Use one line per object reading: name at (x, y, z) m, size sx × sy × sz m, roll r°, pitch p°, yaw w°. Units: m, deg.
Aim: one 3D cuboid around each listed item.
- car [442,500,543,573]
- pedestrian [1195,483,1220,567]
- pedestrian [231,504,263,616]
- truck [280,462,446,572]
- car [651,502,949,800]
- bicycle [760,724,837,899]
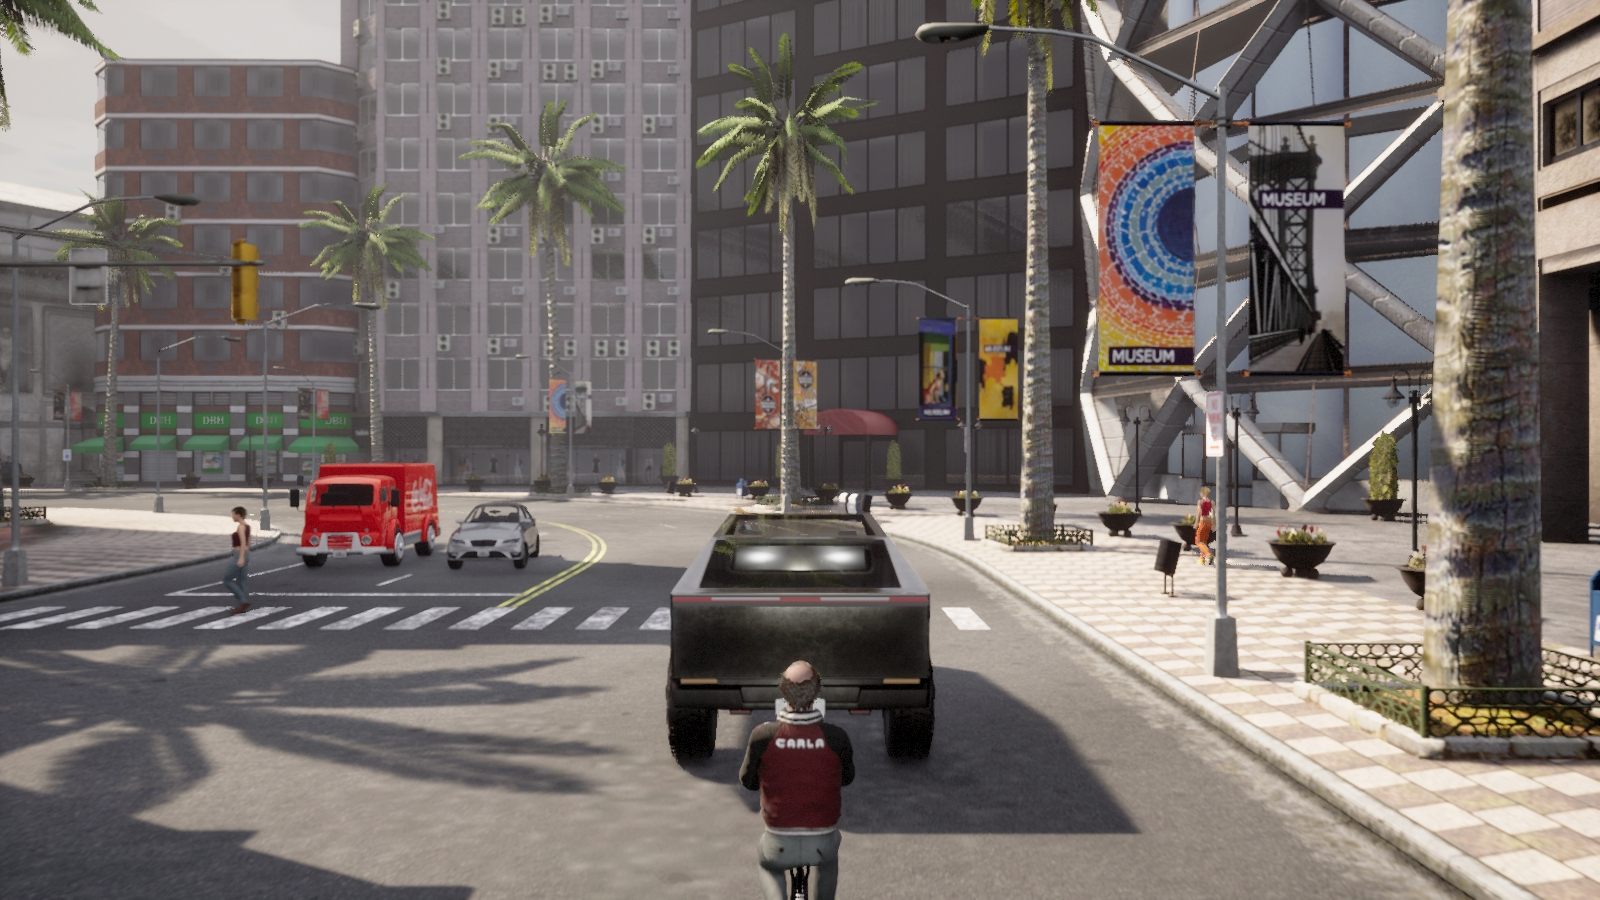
car at (-7.511, 2.066, 28.286) m, size 1.816 × 1.474 × 4.193 m, roll 0°, pitch 0°, yaw -7°
pedestrian at (9.242, 1.695, 25.918) m, size 0.375 × 1.860 × 0.375 m, roll 0°, pitch 0°, yaw -18°
pedestrian at (-9.357, 1.849, 19.323) m, size 0.375 × 1.860 × 0.375 m, roll 0°, pitch 0°, yaw -4°
truck at (-10.873, 1.568, 28.948) m, size 2.627 × 2.467 × 5.204 m, roll 0°, pitch 0°, yaw -6°
car at (0.002, 1.754, 12.300) m, size 2.390 × 2.098 × 6.274 m, roll 0°, pitch 0°, yaw 0°
bicycle at (-0.006, 2.210, 5.839) m, size 0.329 × 1.171 × 1.835 m, roll 0°, pitch 0°, yaw 0°
